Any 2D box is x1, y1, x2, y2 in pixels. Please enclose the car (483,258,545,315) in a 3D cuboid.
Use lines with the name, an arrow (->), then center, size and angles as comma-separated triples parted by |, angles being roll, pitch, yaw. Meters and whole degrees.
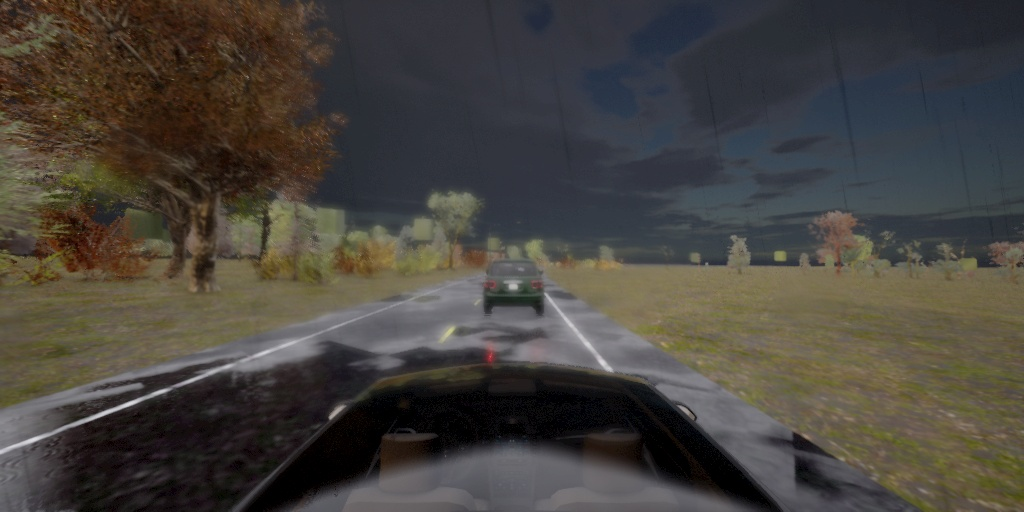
car -> 0.102, 1.117, 14.388 | 2.150, 2.045, 5.566 | 0, 0, 1
